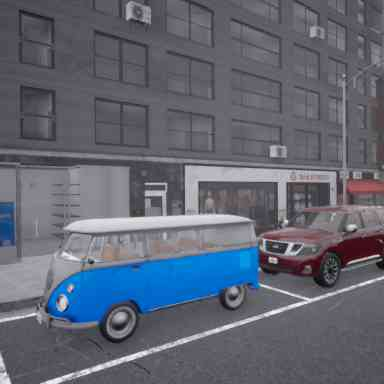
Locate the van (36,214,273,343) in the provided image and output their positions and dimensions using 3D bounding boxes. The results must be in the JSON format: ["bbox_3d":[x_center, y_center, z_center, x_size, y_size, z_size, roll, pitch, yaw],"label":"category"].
[{"bbox_3d":[-0.559,1.340,6.157,3.998,1.788,1.690,0,-1,-36],"label":"van"}]

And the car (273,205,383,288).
[{"bbox_3d":[3.974,1.312,9.420,5.009,1.841,2.192,0,-1,-36],"label":"car"}]
